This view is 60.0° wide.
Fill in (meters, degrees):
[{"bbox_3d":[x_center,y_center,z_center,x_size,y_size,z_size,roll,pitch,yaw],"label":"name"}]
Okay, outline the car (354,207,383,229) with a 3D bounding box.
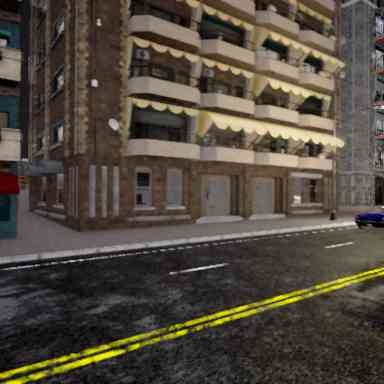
[{"bbox_3d":[11.854,1.574,20.125,4.718,1.301,1.895,0,0,-35],"label":"car"}]
